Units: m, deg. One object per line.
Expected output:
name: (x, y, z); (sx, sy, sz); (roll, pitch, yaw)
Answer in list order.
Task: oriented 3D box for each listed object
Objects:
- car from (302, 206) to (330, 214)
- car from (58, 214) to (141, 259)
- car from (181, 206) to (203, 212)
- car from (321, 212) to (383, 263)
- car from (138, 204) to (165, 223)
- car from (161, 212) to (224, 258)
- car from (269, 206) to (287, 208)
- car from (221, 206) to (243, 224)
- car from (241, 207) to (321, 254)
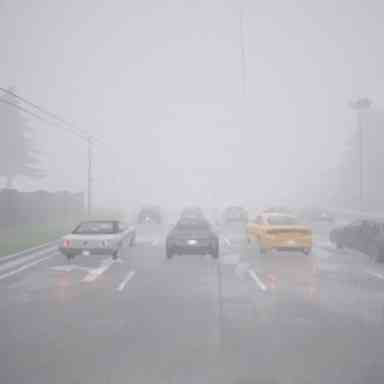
car: (10.521, 1.890, 28.512); (1.994, 1.385, 4.181); (0, -1, 0)
car: (-3.480, 1.753, 13.219); (1.895, 1.301, 4.718); (0, -1, 0)
car: (0.018, 1.888, 28.406); (1.994, 1.385, 4.181); (0, -1, 1)
car: (7.015, 1.692, 12.512); (2.033, 1.411, 5.357); (0, -1, 0)
car: (-3.507, 1.831, 28.473); (1.837, 1.490, 4.892); (0, 0, 0)
car: (0.023, 1.719, 13.490); (1.994, 1.385, 4.181); (0, -1, 0)
car: (7.011, 1.862, 27.488); (2.033, 1.411, 5.357); (0, -1, 0)
car: (3.511, 1.862, 27.488); (2.033, 1.411, 5.357); (0, -1, 0)
car: (3.528, 1.641, 14.230); (1.882, 1.535, 5.008); (0, 0, 0)
